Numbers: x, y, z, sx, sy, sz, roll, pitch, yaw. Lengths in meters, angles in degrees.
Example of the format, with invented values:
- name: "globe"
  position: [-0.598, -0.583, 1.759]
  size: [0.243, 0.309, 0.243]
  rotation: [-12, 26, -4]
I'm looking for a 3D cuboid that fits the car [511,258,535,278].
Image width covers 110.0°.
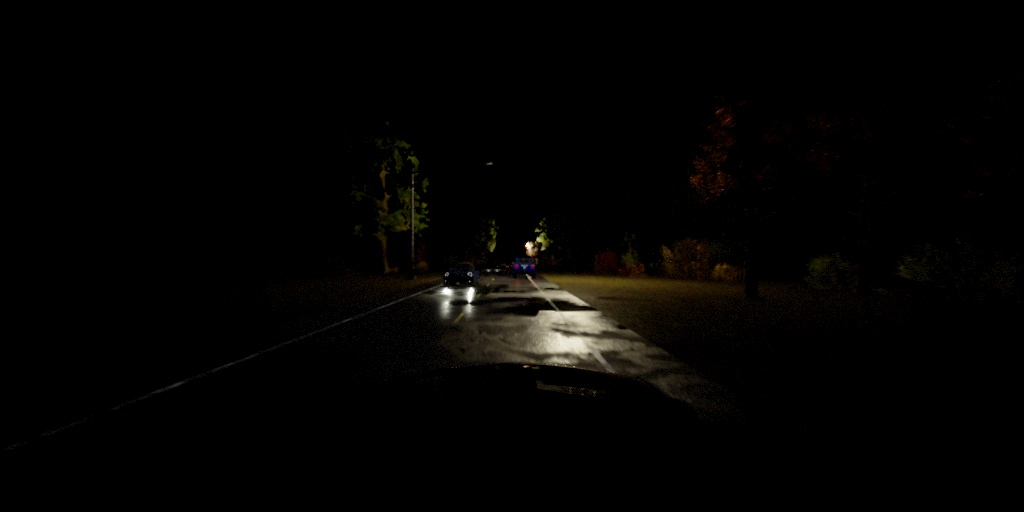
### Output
- name: "car"
  position: [1.208, 1.190, 36.870]
  size: [2.150, 2.045, 5.566]
  rotation: [0, 0, 0]

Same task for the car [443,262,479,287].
- name: "car"
  position: [-3.603, 1.246, 26.119]
  size: [2.097, 1.767, 4.553]
  rotation: [0, 0, 0]

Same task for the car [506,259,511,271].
- name: "car"
  position: [-0.026, 1.653, 55.631]
  size: [2.033, 1.411, 5.357]
  rotation: [0, 0, 0]
